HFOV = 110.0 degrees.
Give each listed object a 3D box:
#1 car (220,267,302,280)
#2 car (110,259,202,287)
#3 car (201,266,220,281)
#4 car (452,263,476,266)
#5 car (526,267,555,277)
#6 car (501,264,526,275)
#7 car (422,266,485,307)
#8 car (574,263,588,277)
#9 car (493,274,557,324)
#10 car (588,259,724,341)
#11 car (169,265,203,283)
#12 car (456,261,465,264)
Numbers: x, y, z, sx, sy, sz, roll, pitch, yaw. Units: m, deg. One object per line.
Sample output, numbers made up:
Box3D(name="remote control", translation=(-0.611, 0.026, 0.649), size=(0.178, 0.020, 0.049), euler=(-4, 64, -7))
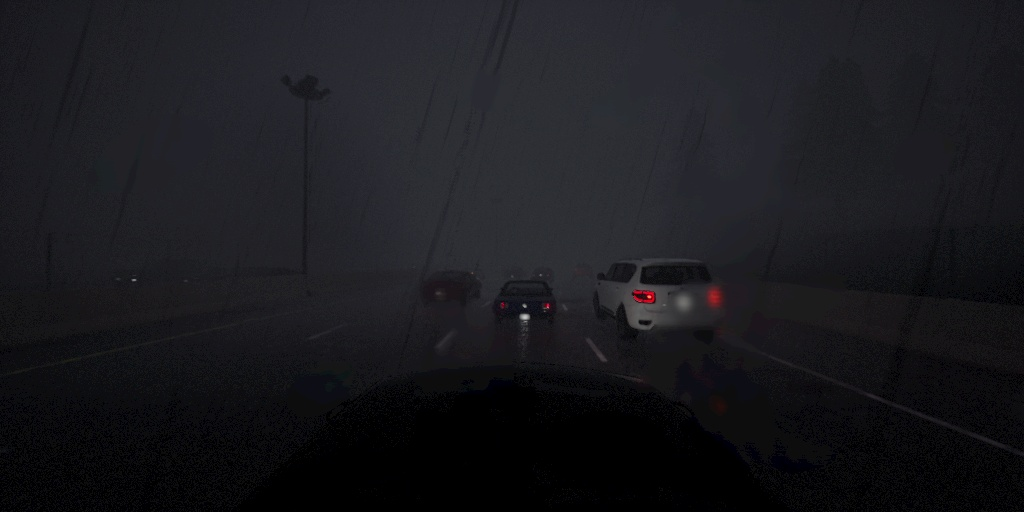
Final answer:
Box3D(name="car", translation=(-16.226, 1.487, 23.997), size=(1.882, 1.535, 5.008), euler=(0, -1, 7))
Box3D(name="car", translation=(-26.429, 1.250, 27.167), size=(2.150, 2.045, 5.566), euler=(0, -1, 7))
Box3D(name="car", translation=(-19.489, 1.557, 26.219), size=(1.812, 1.442, 4.674), euler=(0, -1, 7))
Box3D(name="car", translation=(-3.950, 1.705, 34.415), size=(1.812, 1.442, 4.674), euler=(0, -1, 10))
Box3D(name="car", translation=(2.934, 1.730, 33.429), size=(2.033, 1.411, 5.357), euler=(0, -1, 10))
Box3D(name="car", translation=(0.482, 1.854, 39.145), size=(1.895, 1.301, 4.718), euler=(0, -1, 12))
Box3D(name="car", translation=(-2.681, 1.425, 16.958), size=(1.882, 1.535, 5.008), euler=(0, -1, 5))
Box3D(name="car", translation=(8.874, 1.694, 44.304), size=(2.097, 1.767, 4.553), euler=(0, -1, 14))
Box3D(name="car", translation=(0.510, 1.498, 12.611), size=(1.895, 1.301, 4.718), euler=(0, -1, 3))
Box3D(name="car", translation=(3.876, 1.100, 10.492), size=(2.150, 2.045, 5.566), euler=(0, -1, 3))
Box3D(name="car", translation=(-22.859, 1.602, 27.381), size=(1.994, 1.385, 4.181), euler=(0, -1, 7))
Box3D(name="car", translation=(-7.597, 2.058, 63.811), size=(2.128, 1.511, 4.902), euler=(0, -1, 18))
